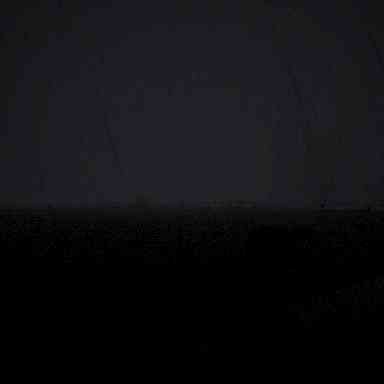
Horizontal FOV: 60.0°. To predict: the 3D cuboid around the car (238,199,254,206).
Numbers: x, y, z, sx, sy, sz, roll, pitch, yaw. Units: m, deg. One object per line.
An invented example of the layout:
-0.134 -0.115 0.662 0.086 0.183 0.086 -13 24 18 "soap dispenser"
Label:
11.739 2.267 71.381 1.994 1.385 4.181 -1 0 -36 "car"
